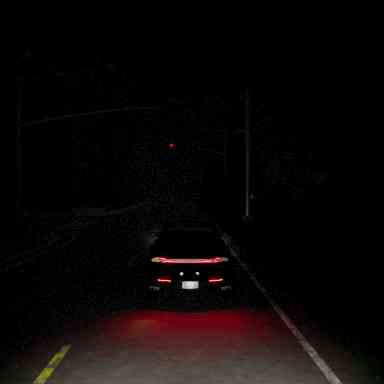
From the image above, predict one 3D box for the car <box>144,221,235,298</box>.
[{"bbox_3d":[-0.071,1.492,8.530,2.128,1.511,4.902,0,0,-1],"label":"car"}]
